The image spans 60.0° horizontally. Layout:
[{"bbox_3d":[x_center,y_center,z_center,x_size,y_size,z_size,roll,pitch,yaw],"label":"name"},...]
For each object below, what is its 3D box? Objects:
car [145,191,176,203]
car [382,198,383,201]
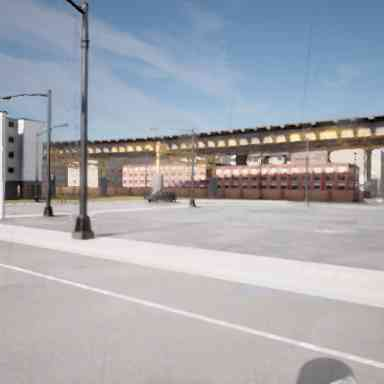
[{"bbox_3d":[-5.261,0.886,57.175,5.566,2.045,2.150,1,0,-39],"label":"car"},{"bbox_3d":[40.570,1.665,67.438,2.038,1.542,4.974,1,1,6],"label":"car"}]
